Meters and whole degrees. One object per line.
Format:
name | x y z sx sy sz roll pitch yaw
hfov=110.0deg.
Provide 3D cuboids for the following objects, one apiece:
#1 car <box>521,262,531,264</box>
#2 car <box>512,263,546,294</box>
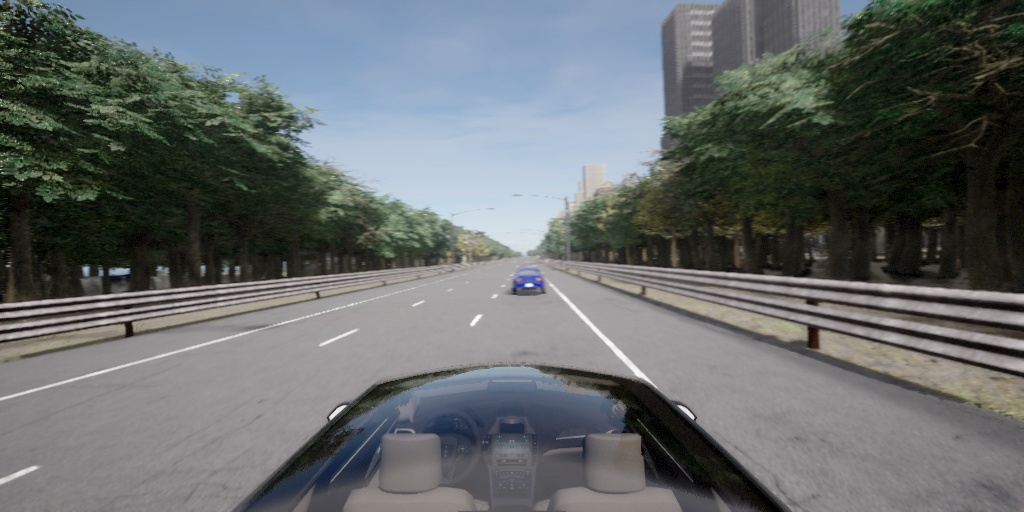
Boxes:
car | 1.630 1.422 38.528 1.882 1.535 5.008 -2 0 2
car | 0.981 1.374 21.103 1.812 1.442 4.674 -2 0 2
